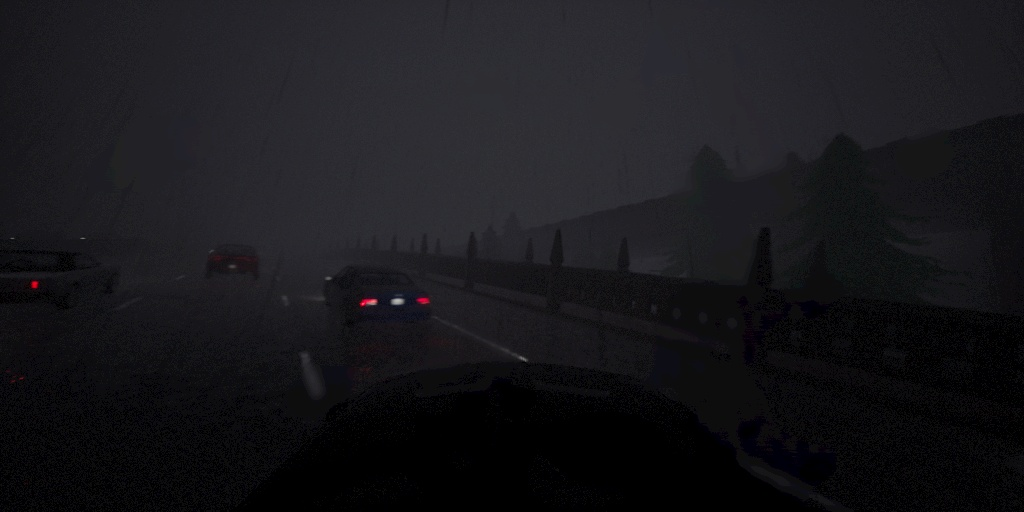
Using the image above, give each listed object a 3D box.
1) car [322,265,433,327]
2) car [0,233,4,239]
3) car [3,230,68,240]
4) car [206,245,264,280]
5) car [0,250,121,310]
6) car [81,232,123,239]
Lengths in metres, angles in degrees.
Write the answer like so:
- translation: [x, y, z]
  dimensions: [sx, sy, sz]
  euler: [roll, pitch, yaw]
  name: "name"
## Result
- translation: [-3.977, 0.954, 10.070]
  dimensions: [2.033, 1.411, 5.357]
  euler: [4, 1, -35]
  name: "car"
- translation: [-41.868, -1.589, 27.741]
  dimensions: [2.128, 1.511, 4.902]
  euler: [4, -2, -35]
  name: "car"
- translation: [-38.998, -1.385, 29.734]
  dimensions: [1.837, 1.490, 4.892]
  euler: [4, -2, -35]
  name: "car"
- translation: [-13.099, 0.205, 17.107]
  dimensions: [1.882, 1.535, 5.008]
  euler: [4, 1, -35]
  name: "car"
- translation: [-11.686, 0.493, 8.918]
  dimensions: [1.895, 1.301, 4.718]
  euler: [4, 1, -35]
  name: "car"
- translation: [-36.123, -1.330, 31.733]
  dimensions: [2.097, 1.767, 4.553]
  euler: [4, -2, -35]
  name: "car"
